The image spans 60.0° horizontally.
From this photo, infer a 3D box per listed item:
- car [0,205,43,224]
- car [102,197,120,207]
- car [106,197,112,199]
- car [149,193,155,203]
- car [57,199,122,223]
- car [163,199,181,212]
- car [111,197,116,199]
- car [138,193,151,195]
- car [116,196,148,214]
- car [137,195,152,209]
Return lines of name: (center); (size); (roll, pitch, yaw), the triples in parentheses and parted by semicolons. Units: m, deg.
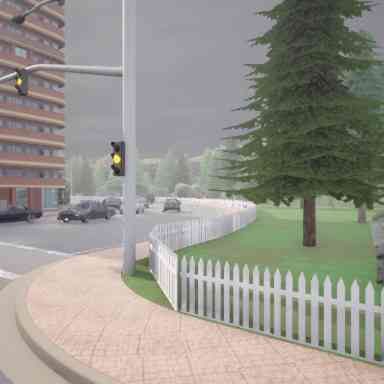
car: (-12.683, 1.545, 22.602); (1.895, 1.301, 4.718); (0, 0, 23)
car: (-12.649, 1.508, 51.565); (1.994, 1.385, 4.181); (0, 0, -24)
car: (-9.882, 1.492, 31.835); (2.033, 1.411, 5.357); (0, 0, 8)
car: (-9.583, 1.166, 66.430); (2.150, 2.045, 5.566); (0, 0, -40)
car: (-7.798, 1.492, 25.283); (2.033, 1.411, 5.357); (0, 0, 17)
car: (-2.263, 1.492, 37.940); (2.033, 1.411, 5.357); (0, 0, -2)
car: (-9.795, 1.492, 41.909); (2.033, 1.411, 5.357); (0, 0, -7)
car: (-10.107, 1.436, 61.295); (2.128, 1.511, 4.902); (0, 0, -34)
car: (-6.169, 1.470, 34.727); (1.812, 1.442, 4.674); (0, 0, 3)
car: (-6.925, 1.470, 44.918); (1.812, 1.442, 4.674); (0, 0, -13)
